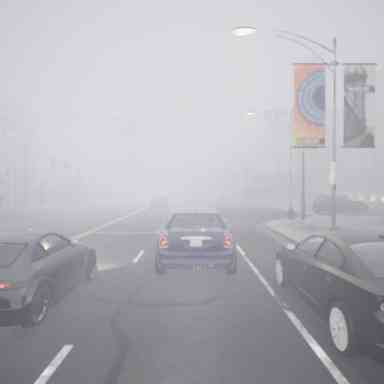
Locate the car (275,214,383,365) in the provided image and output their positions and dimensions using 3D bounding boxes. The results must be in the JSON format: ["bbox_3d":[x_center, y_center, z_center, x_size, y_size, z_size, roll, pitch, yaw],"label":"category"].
[{"bbox_3d":[2.899,1.410,5.923,2.097,1.535,5.008,0,1,0],"label":"car"}]

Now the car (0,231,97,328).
[{"bbox_3d":[-3.401,1.484,6.826,1.994,1.385,4.181,0,1,0],"label":"car"}]

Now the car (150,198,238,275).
[{"bbox_3d":[0.099,1.233,10.205,2.097,1.767,4.553,0,1,0],"label":"car"}]

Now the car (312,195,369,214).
[{"bbox_3d":[13.075,1.014,29.273,4.553,1.767,2.097,0,1,-5],"label":"car"}]

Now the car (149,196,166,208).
[{"bbox_3d":[-3.405,1.140,35.364,2.033,1.411,5.357,0,1,0],"label":"car"}]
